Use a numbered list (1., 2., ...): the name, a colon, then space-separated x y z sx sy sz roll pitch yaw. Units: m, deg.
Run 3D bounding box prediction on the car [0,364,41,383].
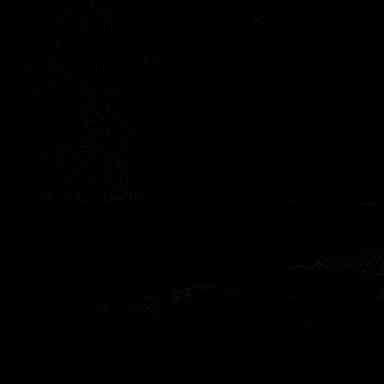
1. car: -2.504 1.563 0.977 4.181 1.385 1.994 0 0 -35
